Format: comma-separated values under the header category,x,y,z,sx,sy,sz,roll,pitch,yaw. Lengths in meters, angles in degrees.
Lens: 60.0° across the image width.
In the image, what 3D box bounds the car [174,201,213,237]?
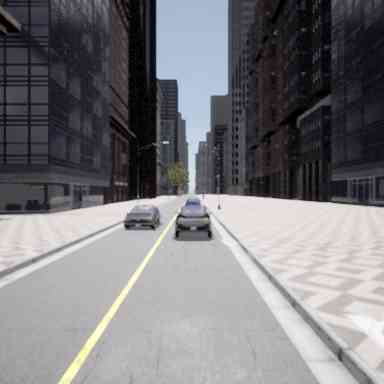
category,x,y,z,sx,sy,sz,roll,pitch,yaw
car,0.083,1.472,17.807,2.128,1.511,4.902,0,0,0

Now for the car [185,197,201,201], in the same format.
category,x,y,z,sx,sy,sz,roll,pitch,yaw
car,0.108,1.422,42.568,1.882,1.535,5.008,0,0,0

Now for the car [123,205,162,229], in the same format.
category,x,y,z,sx,sy,sz,roll,pitch,yaw
car,-3.027,1.524,21.463,2.033,1.411,5.357,0,0,1
